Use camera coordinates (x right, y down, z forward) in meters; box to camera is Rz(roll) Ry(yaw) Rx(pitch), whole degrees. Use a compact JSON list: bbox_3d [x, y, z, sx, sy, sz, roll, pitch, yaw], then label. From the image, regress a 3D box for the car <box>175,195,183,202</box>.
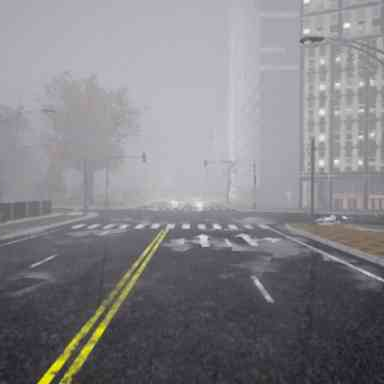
[{"bbox_3d":[-3.212,1.579,82.994,2.097,1.767,4.553,0,0,0],"label":"car"}]
